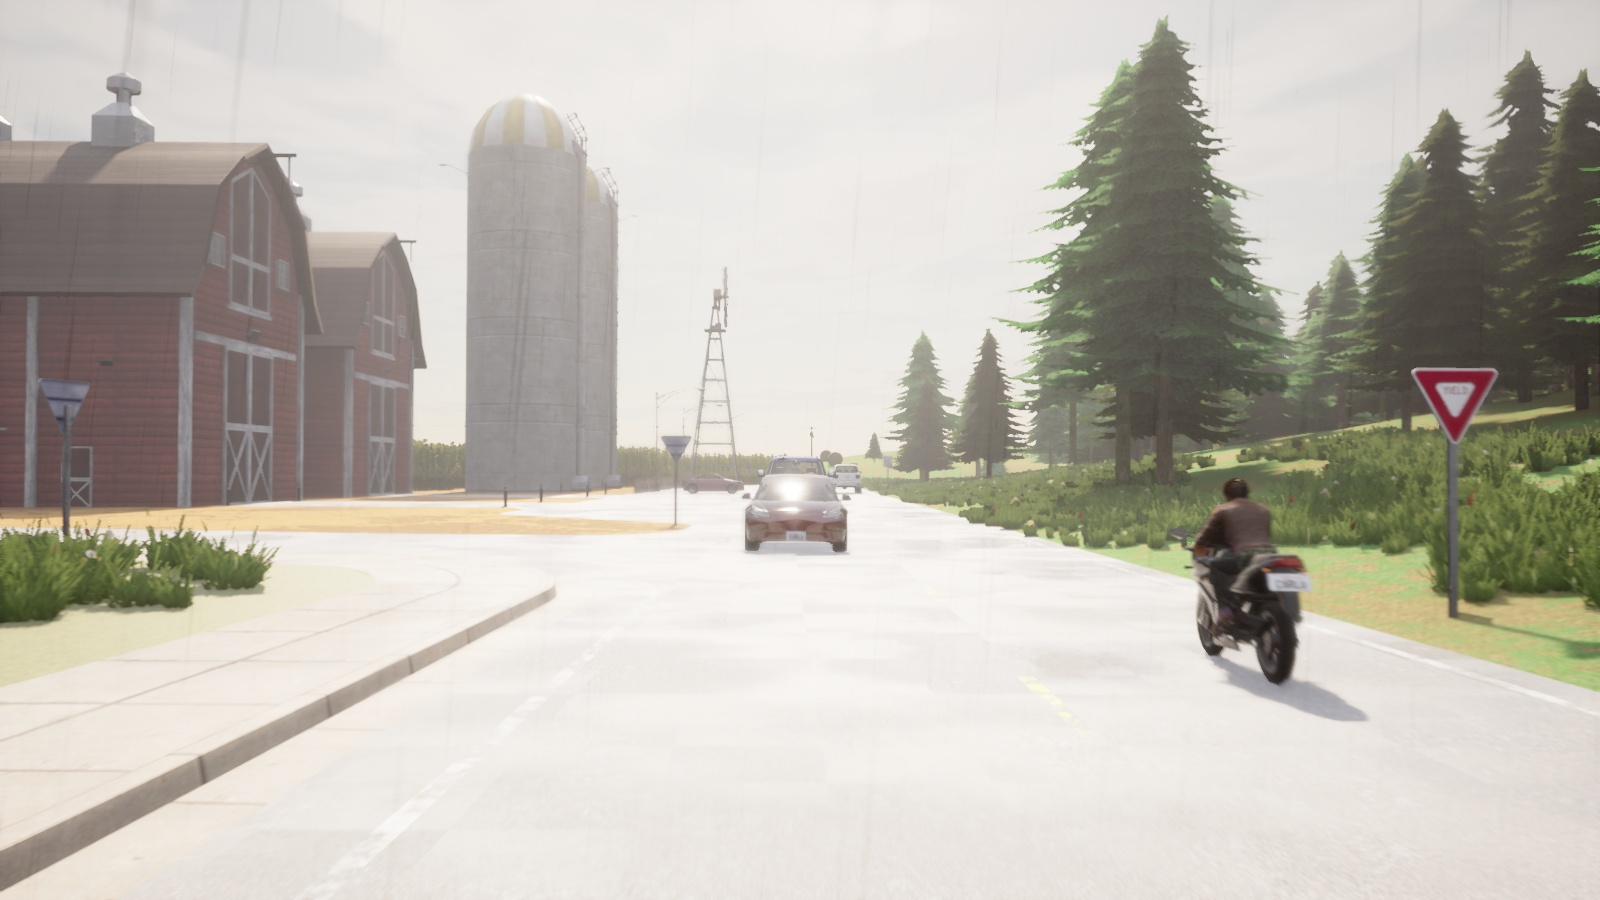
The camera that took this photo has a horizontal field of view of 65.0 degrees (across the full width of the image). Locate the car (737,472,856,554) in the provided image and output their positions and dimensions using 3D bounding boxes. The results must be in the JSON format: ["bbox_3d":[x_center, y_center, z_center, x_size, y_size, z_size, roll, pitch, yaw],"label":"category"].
[{"bbox_3d":[-0.067,1.217,25.321,2.163,1.488,4.792,0,-1,0],"label":"car"}]

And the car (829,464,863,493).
[{"bbox_3d":[3.259,2.028,90.063,2.150,2.045,5.566,0,-1,0],"label":"car"}]

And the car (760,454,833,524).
[{"bbox_3d":[-0.107,1.197,39.639,2.150,2.045,5.566,0,-1,0],"label":"car"}]

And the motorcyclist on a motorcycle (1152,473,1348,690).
[{"bbox_3d":[3.473,0.949,9.917,0.797,1.523,2.044,0,-1,0],"label":"motorcyclist on a motorcycle"}]
